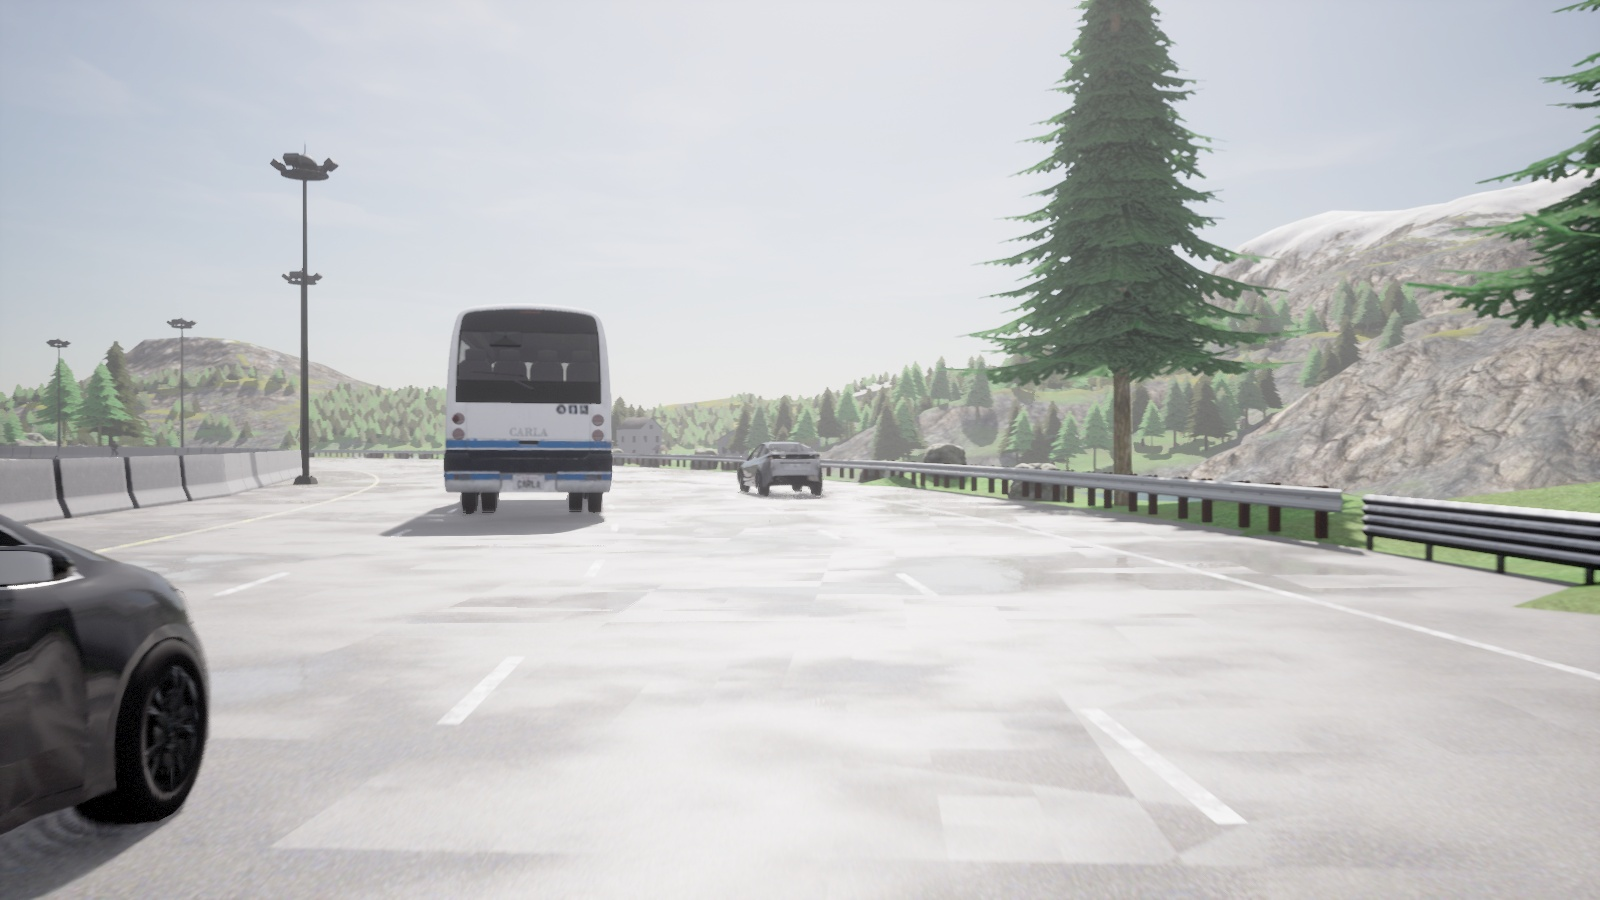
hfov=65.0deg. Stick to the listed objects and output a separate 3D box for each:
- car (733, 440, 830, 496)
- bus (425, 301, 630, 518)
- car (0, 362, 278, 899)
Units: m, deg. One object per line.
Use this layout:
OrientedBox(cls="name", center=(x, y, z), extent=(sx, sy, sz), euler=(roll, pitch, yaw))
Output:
OrientedBox(cls="car", center=(-0.614, 0.484, 37.104), extent=(2.007, 1.525, 4.514), euler=(0, 0, -12))
OrientedBox(cls="bus", center=(-6.273, -0.802, 29.969), extent=(3.944, 4.253, 10.273), euler=(0, 0, -10))
OrientedBox(cls="car", center=(-3.516, 0.569, 3.598), extent=(2.242, 1.667, 4.611), euler=(0, 0, -2))
